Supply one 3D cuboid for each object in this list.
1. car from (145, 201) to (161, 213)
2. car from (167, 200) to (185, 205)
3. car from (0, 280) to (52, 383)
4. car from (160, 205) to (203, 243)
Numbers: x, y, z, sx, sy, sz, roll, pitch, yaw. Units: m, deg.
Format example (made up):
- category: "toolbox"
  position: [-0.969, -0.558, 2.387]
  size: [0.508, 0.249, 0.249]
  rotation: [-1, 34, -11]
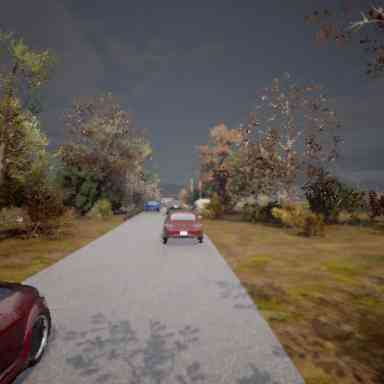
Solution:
- category: "car"
  position: [-5.175, 1.927, 44.169]
  size: [1.882, 1.535, 5.008]
  rotation: [0, -1, -4]
- category: "car"
  position: [-1.865, 1.693, 38.557]
  size: [2.097, 1.767, 4.553]
  rotation: [0, -1, -4]
- category: "car"
  position: [-2.935, 1.574, 2.975]
  size: [1.994, 1.385, 4.181]
  rotation: [0, 0, -1]
- category: "car"
  position: [-0.478, 1.601, 16.441]
  size: [1.812, 1.442, 4.674]
  rotation: [0, 0, -3]
